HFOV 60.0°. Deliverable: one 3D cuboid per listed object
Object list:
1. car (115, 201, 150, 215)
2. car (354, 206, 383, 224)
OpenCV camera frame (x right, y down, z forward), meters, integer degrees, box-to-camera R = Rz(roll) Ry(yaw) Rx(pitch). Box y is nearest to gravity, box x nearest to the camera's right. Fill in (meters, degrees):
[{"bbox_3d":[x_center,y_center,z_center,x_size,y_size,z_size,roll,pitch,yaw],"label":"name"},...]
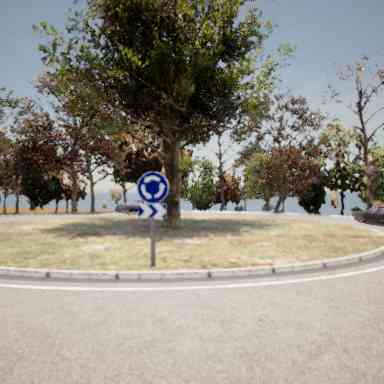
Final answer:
[{"bbox_3d":[-5.979,1.720,36.933,4.902,1.511,2.128,0,-1,-12],"label":"car"},{"bbox_3d":[14.018,1.720,24.029,2.033,1.411,5.357,0,0,-6],"label":"car"}]
